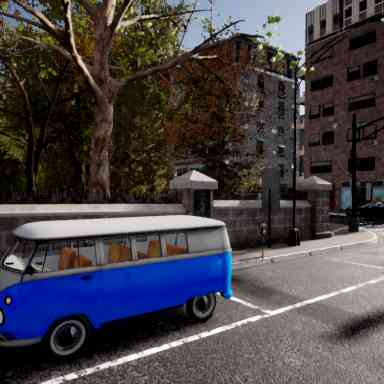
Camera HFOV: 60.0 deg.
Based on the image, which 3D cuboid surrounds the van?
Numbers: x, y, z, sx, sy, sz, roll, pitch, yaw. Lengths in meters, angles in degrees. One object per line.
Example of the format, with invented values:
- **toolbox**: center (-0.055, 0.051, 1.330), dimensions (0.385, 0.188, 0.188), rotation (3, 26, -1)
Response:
- **van**: center (-1.154, 1.342, 5.677), dimensions (3.998, 1.788, 1.690), rotation (0, 1, -36)

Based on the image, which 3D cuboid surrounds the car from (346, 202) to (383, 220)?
- **car**: center (14.259, 1.467, 25.167), dimensions (2.128, 1.511, 4.902), rotation (1, 0, -40)
